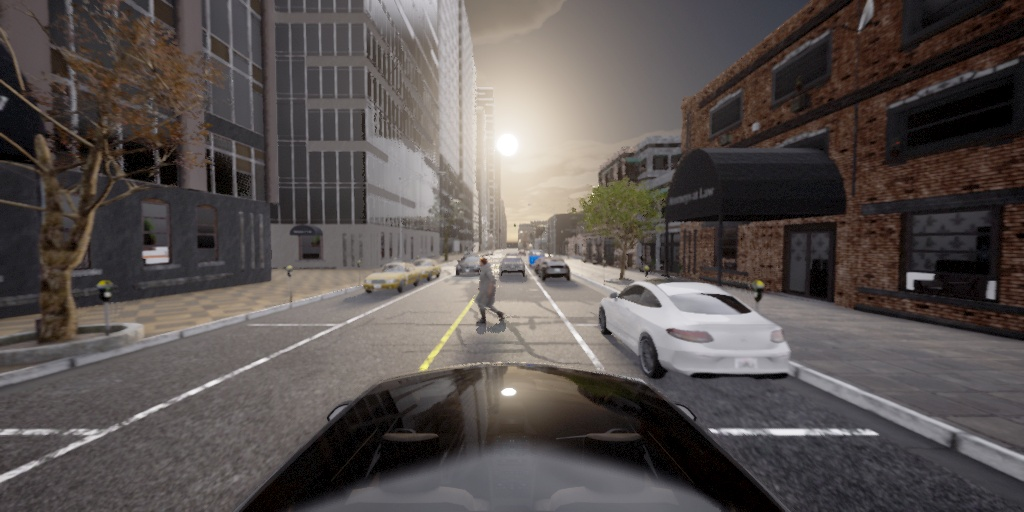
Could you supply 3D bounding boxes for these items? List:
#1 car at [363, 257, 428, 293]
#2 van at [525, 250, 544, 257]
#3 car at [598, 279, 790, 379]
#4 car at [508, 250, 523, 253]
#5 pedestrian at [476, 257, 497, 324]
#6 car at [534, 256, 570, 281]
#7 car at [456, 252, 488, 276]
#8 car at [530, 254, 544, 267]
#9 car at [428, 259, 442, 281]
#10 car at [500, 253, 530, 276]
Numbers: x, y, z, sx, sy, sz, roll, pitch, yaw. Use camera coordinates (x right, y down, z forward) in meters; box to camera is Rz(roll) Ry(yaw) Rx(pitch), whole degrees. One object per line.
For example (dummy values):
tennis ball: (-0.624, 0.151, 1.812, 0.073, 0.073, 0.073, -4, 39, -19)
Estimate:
car: (-5.691, 0.908, 17.602, 1.751, 1.417, 4.829, 0, 0, 0)
van: (2.692, 0.217, 39.892, 1.690, 1.789, 3.998, 0, 0, 0)
car: (3.000, 1.157, 6.897, 1.812, 1.442, 4.674, 0, 1, 0)
car: (0.086, 0.197, 46.728, 1.882, 1.535, 5.008, 0, 1, 0)
pedestrian: (-0.666, 0.863, 9.586, 0.375, 1.860, 0.375, -1, 2, -2)
car: (2.691, 0.822, 23.293, 1.948, 1.339, 4.313, 0, 0, 0)
car: (-3.092, 0.691, 27.215, 1.812, 1.442, 4.674, 0, 1, 0)
car: (2.691, 0.711, 28.826, 1.802, 1.307, 4.207, 0, 0, 0)
car: (-5.690, 0.781, 23.135, 1.751, 1.417, 4.829, 0, 0, 0)
car: (0.059, 0.717, 27.046, 2.033, 1.411, 5.357, 0, 1, 0)
